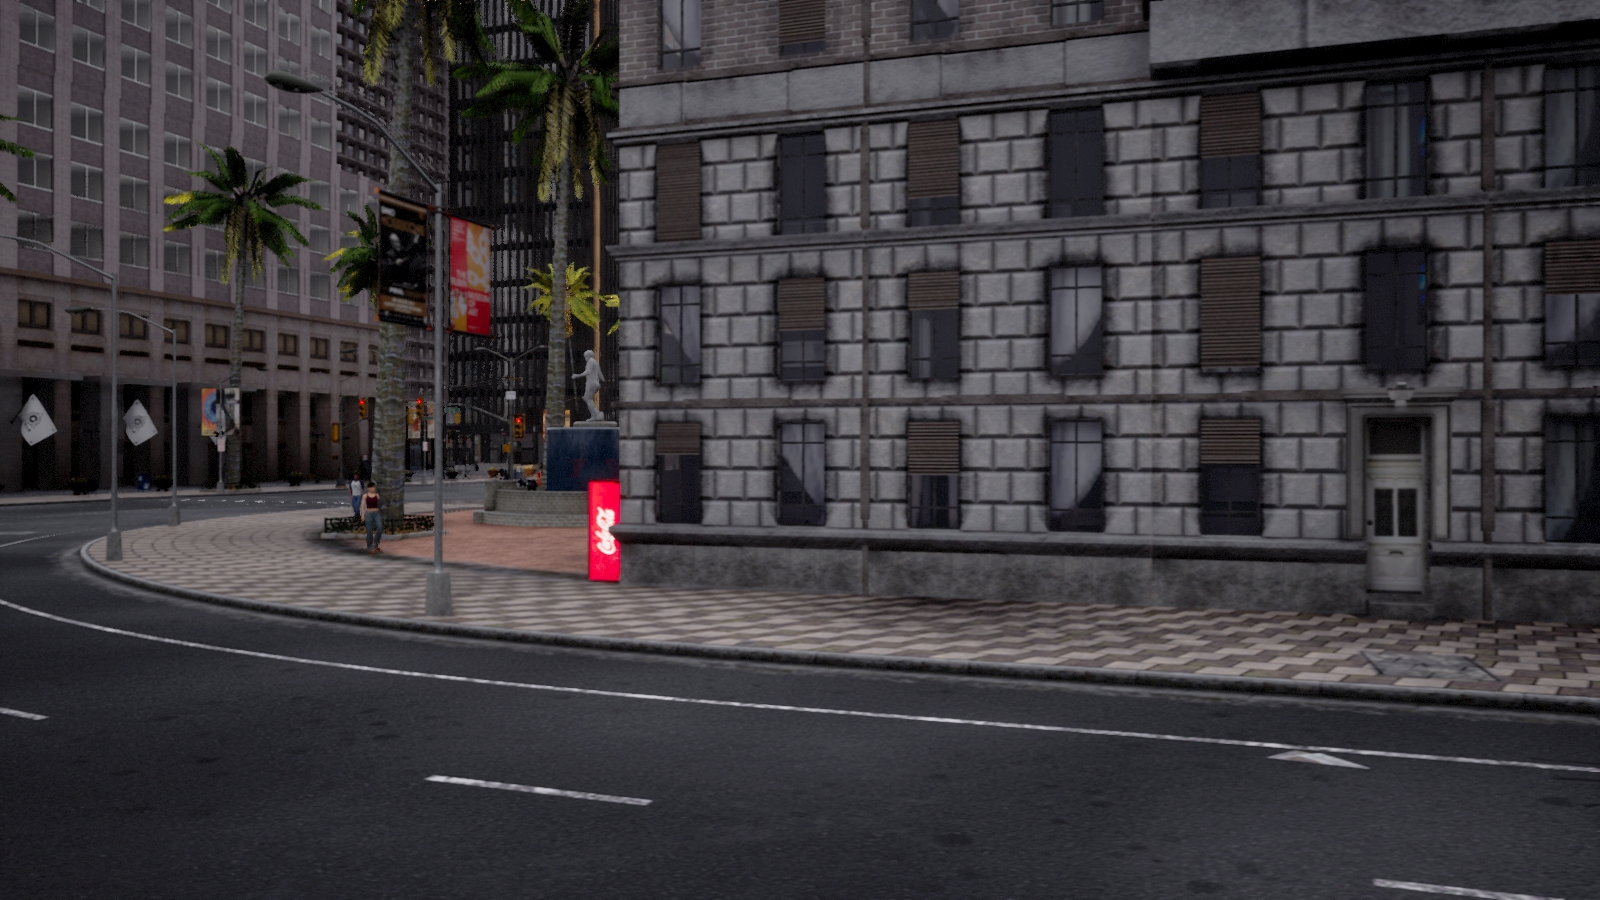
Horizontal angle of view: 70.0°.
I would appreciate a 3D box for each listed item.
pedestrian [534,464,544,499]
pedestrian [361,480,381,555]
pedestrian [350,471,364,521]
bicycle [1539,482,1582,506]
[{"bbox_3d":[-14.027,1.702,61.497,0.375,1.860,0.375,0,0,-43],"label":"pedestrian"},{"bbox_3d":[-10.865,1.700,28.933,0.375,1.860,0.375,0,0,-43],"label":"pedestrian"},{"bbox_3d":[-16.462,1.701,42.453,0.375,1.860,0.375,0,0,-4],"label":"pedestrian"},{"bbox_3d":[38.802,2.242,58.313,0.329,1.171,1.835,8,-5,-32],"label":"bicycle"}]
